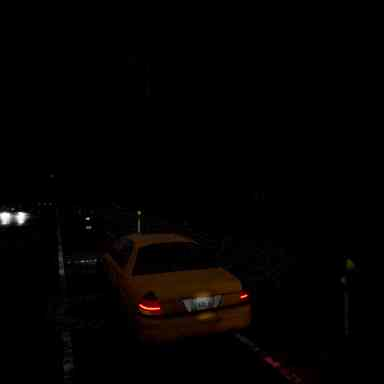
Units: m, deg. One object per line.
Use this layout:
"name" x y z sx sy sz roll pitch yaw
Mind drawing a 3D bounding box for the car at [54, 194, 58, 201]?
"car" -31.263 1.469 79.729 1.967 1.590 4.097 0 0 -23

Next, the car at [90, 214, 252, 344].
"car" -0.831 1.457 6.788 1.801 1.575 5.366 0 0 -22

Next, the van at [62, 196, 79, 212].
"van" -14.395 1.342 39.209 1.690 1.788 3.998 0 0 -22

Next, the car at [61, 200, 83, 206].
"car" -8.126 1.551 23.869 2.008 1.369 4.403 0 0 -22

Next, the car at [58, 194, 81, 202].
"car" -12.305 1.316 34.096 2.192 1.841 5.009 0 0 -22

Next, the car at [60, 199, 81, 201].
"car" -10.216 1.567 28.982 1.947 1.339 4.313 0 0 -22

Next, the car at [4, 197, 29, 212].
"car" -20.469 1.602 38.535 1.895 1.301 4.718 0 0 -22

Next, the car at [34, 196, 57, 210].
"car" -18.765 1.549 42.606 2.033 1.411 5.357 0 0 -22

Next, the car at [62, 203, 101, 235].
"car" -6.037 1.551 18.756 2.008 1.369 4.403 0 0 -22
